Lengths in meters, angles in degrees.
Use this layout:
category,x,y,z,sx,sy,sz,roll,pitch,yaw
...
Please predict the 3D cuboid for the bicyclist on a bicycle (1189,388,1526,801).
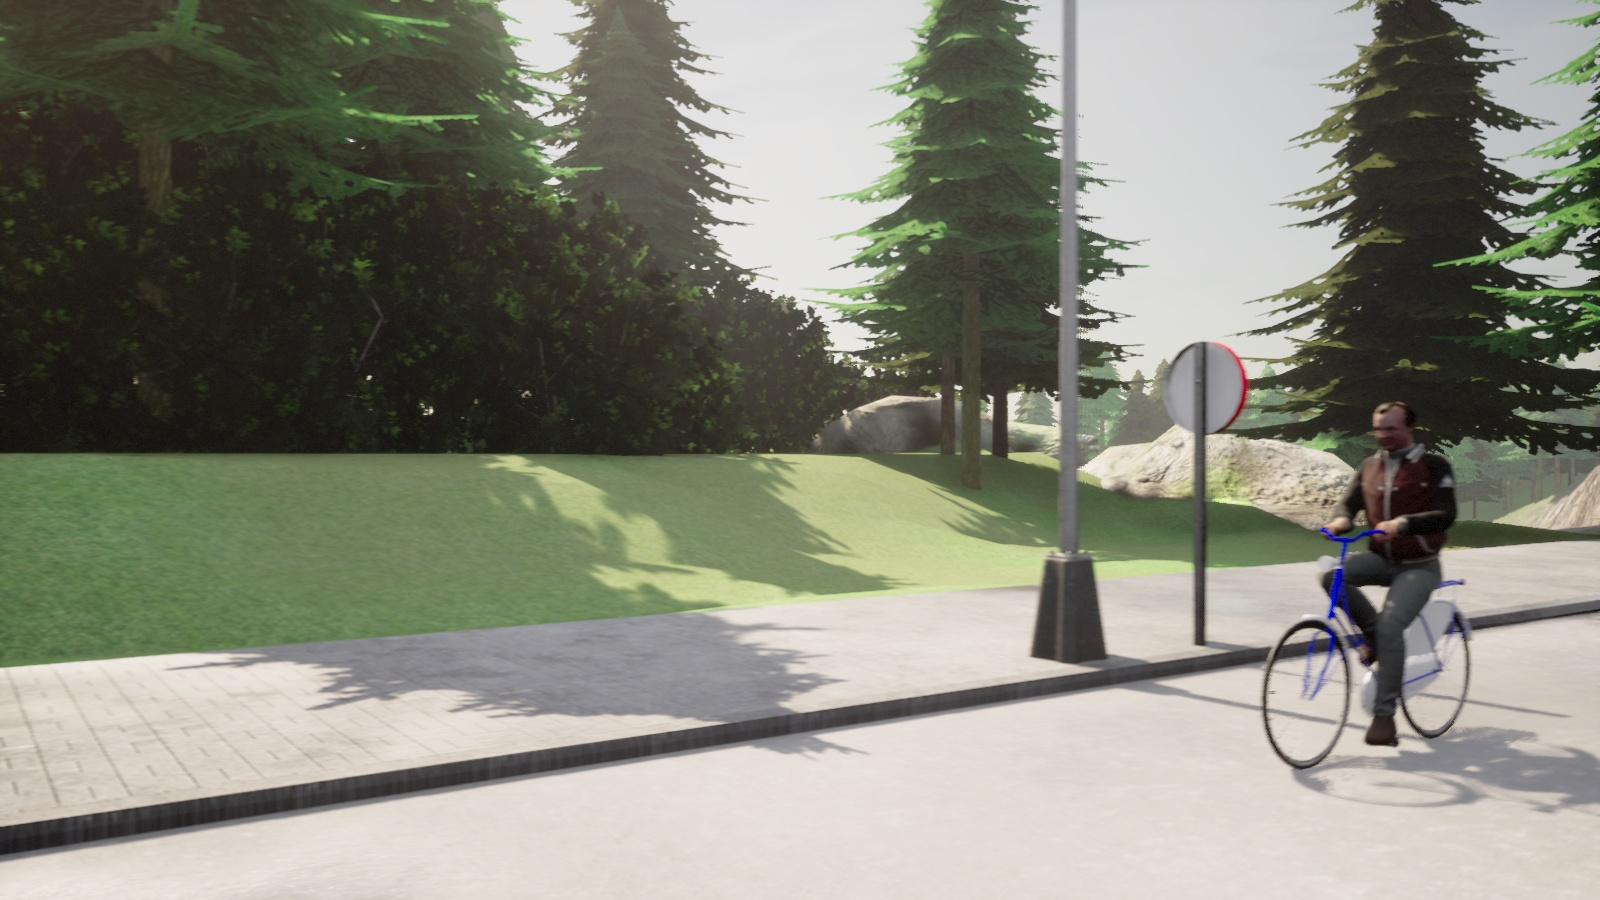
category,x,y,z,sx,sy,sz,roll,pitch,yaw
bicyclist on a bicycle,2.788,0.625,6.208,1.843,1.776,0.659,0,0,-35
